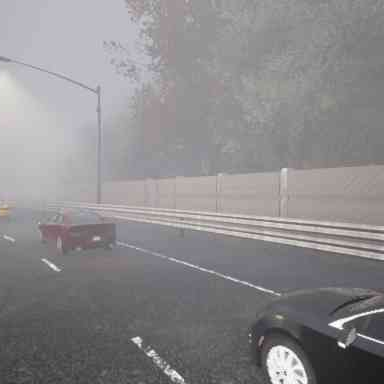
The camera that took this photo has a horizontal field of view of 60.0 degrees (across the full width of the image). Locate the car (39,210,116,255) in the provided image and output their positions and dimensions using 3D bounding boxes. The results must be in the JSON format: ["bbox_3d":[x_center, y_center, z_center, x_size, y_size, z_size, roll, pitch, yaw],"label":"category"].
[{"bbox_3d":[-4.797,1.477,13.529,1.882,1.535,5.008,0,0,-37],"label":"car"}]

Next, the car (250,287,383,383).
[{"bbox_3d":[2.504,1.505,2.669,1.837,1.490,4.892,0,0,-30],"label":"car"}]

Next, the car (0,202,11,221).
[{"bbox_3d":[-16.023,1.476,26.396,5.008,1.535,1.882,0,0,45],"label":"car"}]
